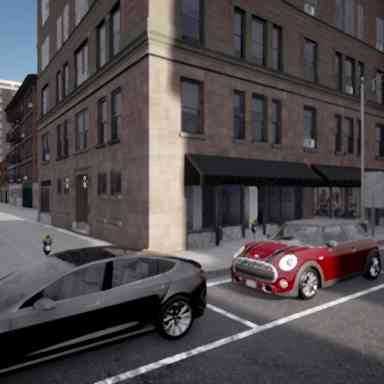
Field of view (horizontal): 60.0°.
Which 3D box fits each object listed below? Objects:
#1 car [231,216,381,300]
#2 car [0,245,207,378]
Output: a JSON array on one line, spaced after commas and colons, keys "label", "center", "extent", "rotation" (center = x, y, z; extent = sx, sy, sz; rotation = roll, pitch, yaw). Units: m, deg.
[{"label": "car", "center": [2.878, 1.431, 8.283], "extent": [4.097, 1.590, 1.967], "rotation": [0, 0, -36]}, {"label": "car", "center": [-1.729, 1.564, 4.957], "extent": [4.313, 1.339, 1.947], "rotation": [0, 0, -36]}]
